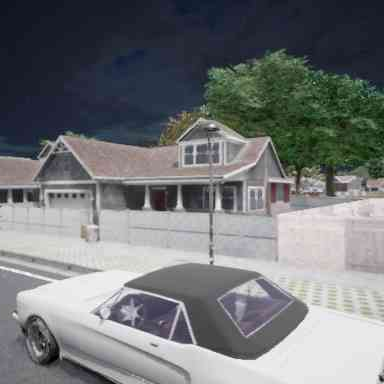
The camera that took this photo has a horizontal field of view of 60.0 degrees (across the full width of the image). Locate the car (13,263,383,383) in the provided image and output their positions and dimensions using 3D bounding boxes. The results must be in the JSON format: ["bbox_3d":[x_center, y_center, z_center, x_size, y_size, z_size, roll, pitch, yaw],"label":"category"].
[{"bbox_3d":[-0.248,1.618,4.179,4.718,1.301,1.895,0,0,36],"label":"car"}]
